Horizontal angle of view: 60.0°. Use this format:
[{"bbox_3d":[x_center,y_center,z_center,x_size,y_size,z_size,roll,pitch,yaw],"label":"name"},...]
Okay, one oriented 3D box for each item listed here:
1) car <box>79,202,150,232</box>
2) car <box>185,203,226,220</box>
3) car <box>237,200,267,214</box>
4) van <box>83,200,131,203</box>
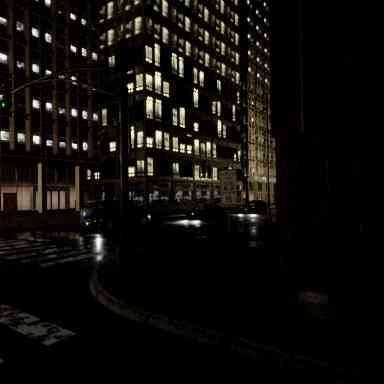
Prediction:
[{"bbox_3d":[-4.646,1.571,20.970,1.837,1.490,4.892,-1,-1,33],"label":"car"},{"bbox_3d":[1.216,1.649,29.072,1.994,1.385,4.181,-1,-1,36],"label":"car"},{"bbox_3d":[7.115,1.632,37.259,1.812,1.442,4.674,-1,-1,36],"label":"car"},{"bbox_3d":[-5.988,1.460,23.505,1.690,1.788,3.998,-2,-1,36],"label":"van"}]
